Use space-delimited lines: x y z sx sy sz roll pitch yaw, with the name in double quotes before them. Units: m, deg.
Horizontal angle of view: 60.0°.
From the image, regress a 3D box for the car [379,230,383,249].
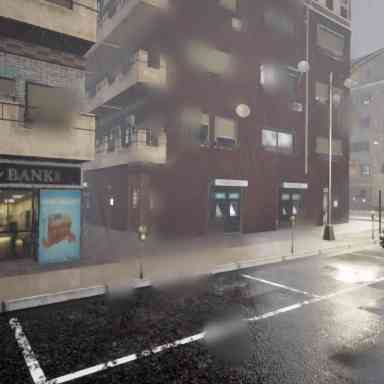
"car" 9.086 1.554 13.120 4.403 1.369 2.008 0 1 -35
